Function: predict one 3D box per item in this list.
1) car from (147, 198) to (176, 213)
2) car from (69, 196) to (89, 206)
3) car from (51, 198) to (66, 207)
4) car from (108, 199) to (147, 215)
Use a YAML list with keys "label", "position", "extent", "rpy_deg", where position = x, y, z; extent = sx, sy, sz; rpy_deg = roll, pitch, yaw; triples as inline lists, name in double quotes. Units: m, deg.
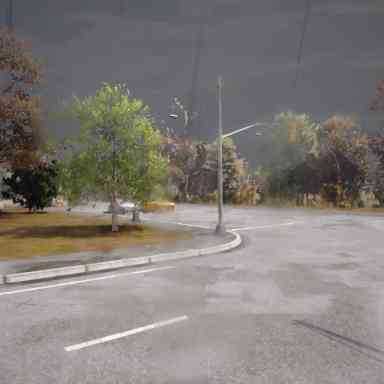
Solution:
- label: "car"
  position: [-3.611, 1.315, 34.467]
  extent: [1.882, 1.535, 5.008]
  rpy_deg: [-1, 1, -39]
- label: "car"
  position: [-17.837, 1.428, 52.272]
  extent: [2.128, 1.511, 4.902]
  rpy_deg: [-1, 0, -39]
- label: "car"
  position: [-20.839, 1.332, 50.423]
  extent: [2.097, 1.767, 4.553]
  rpy_deg: [-1, 0, -39]
- label: "car"
  position: [-6.673, 1.408, 32.695]
  extent: [1.812, 1.442, 4.674]
  rpy_deg: [-1, 0, -39]
